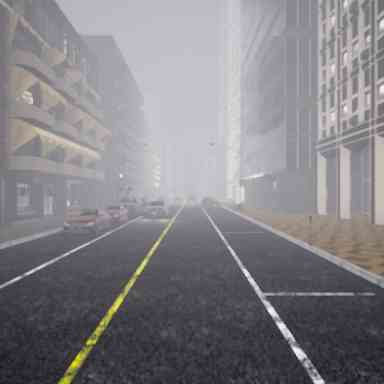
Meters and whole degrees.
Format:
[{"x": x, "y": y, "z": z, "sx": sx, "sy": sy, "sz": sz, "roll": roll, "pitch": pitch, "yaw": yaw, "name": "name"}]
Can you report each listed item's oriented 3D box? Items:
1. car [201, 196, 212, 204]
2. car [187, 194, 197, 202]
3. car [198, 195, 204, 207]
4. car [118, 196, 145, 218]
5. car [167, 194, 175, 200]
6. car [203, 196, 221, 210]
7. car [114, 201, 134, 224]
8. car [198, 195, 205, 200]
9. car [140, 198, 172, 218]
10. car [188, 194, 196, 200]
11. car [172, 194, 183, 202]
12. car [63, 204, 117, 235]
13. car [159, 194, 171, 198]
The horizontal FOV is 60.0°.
[{"x": 2.677, "y": 1.522, "z": 63.661, "sx": 1.947, "sy": 1.339, "sz": 4.313, "roll": 0, "pitch": 0, "yaw": 0, "name": "car"}, {"x": -0.014, "y": 1.157, "z": 69.716, "sx": 2.097, "sy": 1.767, "sz": 4.553, "roll": 0, "pitch": 0, "yaw": 0, "name": "car"}, {"x": 2.350, "y": 1.437, "z": 51.874, "sx": 1.882, "sy": 1.535, "sz": 5.008, "roll": 0, "pitch": 0, "yaw": 0, "name": "car"}, {"x": -5.698, "y": 1.288, "z": 29.768, "sx": 2.192, "sy": 1.841, "sz": 5.009, "roll": 0, "pitch": 0, "yaw": 0, "name": "car"}, {"x": -5.709, "y": 1.396, "z": 91.902, "sx": 1.967, "sy": 1.590, "sz": 4.097, "roll": 0, "pitch": 0, "yaw": 0, "name": "car"}, {"x": 2.681, "y": 1.491, "z": 41.237, "sx": 1.752, "sy": 1.417, "sz": 4.829, "roll": 0, "pitch": 0, "yaw": 0, "name": "car"}, {"x": -5.696, "y": 1.559, "z": 24.120, "sx": 1.802, "sy": 1.307, "sz": 4.206, "roll": 0, "pitch": 0, "yaw": 0, "name": "car"}, {"x": 2.671, "y": 1.500, "z": 91.904, "sx": 1.887, "sy": 1.381, "sz": 4.507, "roll": 0, "pitch": 0, "yaw": 0, "name": "car"}, {"x": -3.104, "y": 1.499, "z": 29.519, "sx": 1.812, "sy": 1.442, "sz": 4.674, "roll": 0, "pitch": 0, "yaw": 0, "name": "car"}, {"x": -0.017, "y": 1.247, "z": 88.392, "sx": 1.882, "sy": 1.535, "sz": 5.008, "roll": 0, "pitch": 0, "yaw": 0, "name": "car"}, {"x": -3.016, "y": 1.502, "z": 71.205, "sx": 1.994, "sy": 1.385, "sz": 4.181, "roll": 0, "pitch": 0, "yaw": 0, "name": "car"}, {"x": -5.695, "y": 1.562, "z": 18.471, "sx": 1.802, "sy": 1.307, "sz": 4.206, "roll": 0, "pitch": 0, "yaw": 0, "name": "car"}, {"x": -5.704, "y": 1.522, "z": 63.659, "sx": 1.947, "sy": 1.339, "sz": 4.313, "roll": 0, "pitch": 0, "yaw": 0, "name": "car"}]
